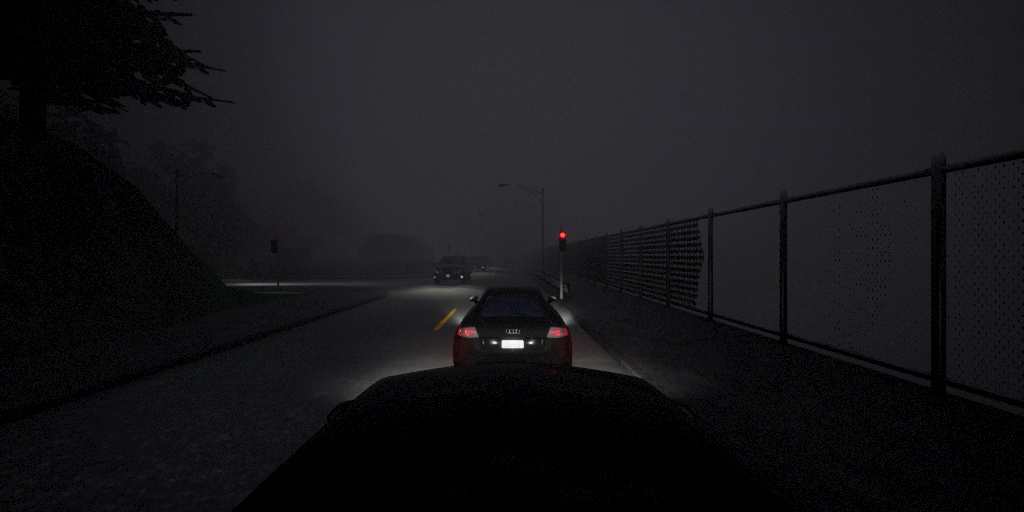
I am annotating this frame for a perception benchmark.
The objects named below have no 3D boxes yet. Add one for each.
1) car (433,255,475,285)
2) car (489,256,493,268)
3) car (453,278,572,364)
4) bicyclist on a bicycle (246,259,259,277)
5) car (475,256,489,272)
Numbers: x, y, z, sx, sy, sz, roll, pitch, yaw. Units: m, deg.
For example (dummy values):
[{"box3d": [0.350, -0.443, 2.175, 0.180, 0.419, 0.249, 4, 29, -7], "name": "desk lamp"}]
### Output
[{"box3d": [-4.307, 0.970, 26.758, 2.150, 2.045, 5.566, 0, 0, 0], "name": "car"}, {"box3d": [-4.573, 0.973, 63.655, 2.150, 2.045, 5.566, 0, 0, 0], "name": "car"}, {"box3d": [0.017, 1.314, 7.477, 1.994, 1.385, 4.181, 0, 0, 0], "name": "car"}, {"box3d": [-24.055, 1.099, 33.289, 0.582, 1.620, 1.656, 0, 0, 0], "name": "bicyclist on a bicycle"}, {"box3d": [-4.465, 0.971, 45.870, 2.150, 2.045, 5.566, 0, 0, 0], "name": "car"}]
